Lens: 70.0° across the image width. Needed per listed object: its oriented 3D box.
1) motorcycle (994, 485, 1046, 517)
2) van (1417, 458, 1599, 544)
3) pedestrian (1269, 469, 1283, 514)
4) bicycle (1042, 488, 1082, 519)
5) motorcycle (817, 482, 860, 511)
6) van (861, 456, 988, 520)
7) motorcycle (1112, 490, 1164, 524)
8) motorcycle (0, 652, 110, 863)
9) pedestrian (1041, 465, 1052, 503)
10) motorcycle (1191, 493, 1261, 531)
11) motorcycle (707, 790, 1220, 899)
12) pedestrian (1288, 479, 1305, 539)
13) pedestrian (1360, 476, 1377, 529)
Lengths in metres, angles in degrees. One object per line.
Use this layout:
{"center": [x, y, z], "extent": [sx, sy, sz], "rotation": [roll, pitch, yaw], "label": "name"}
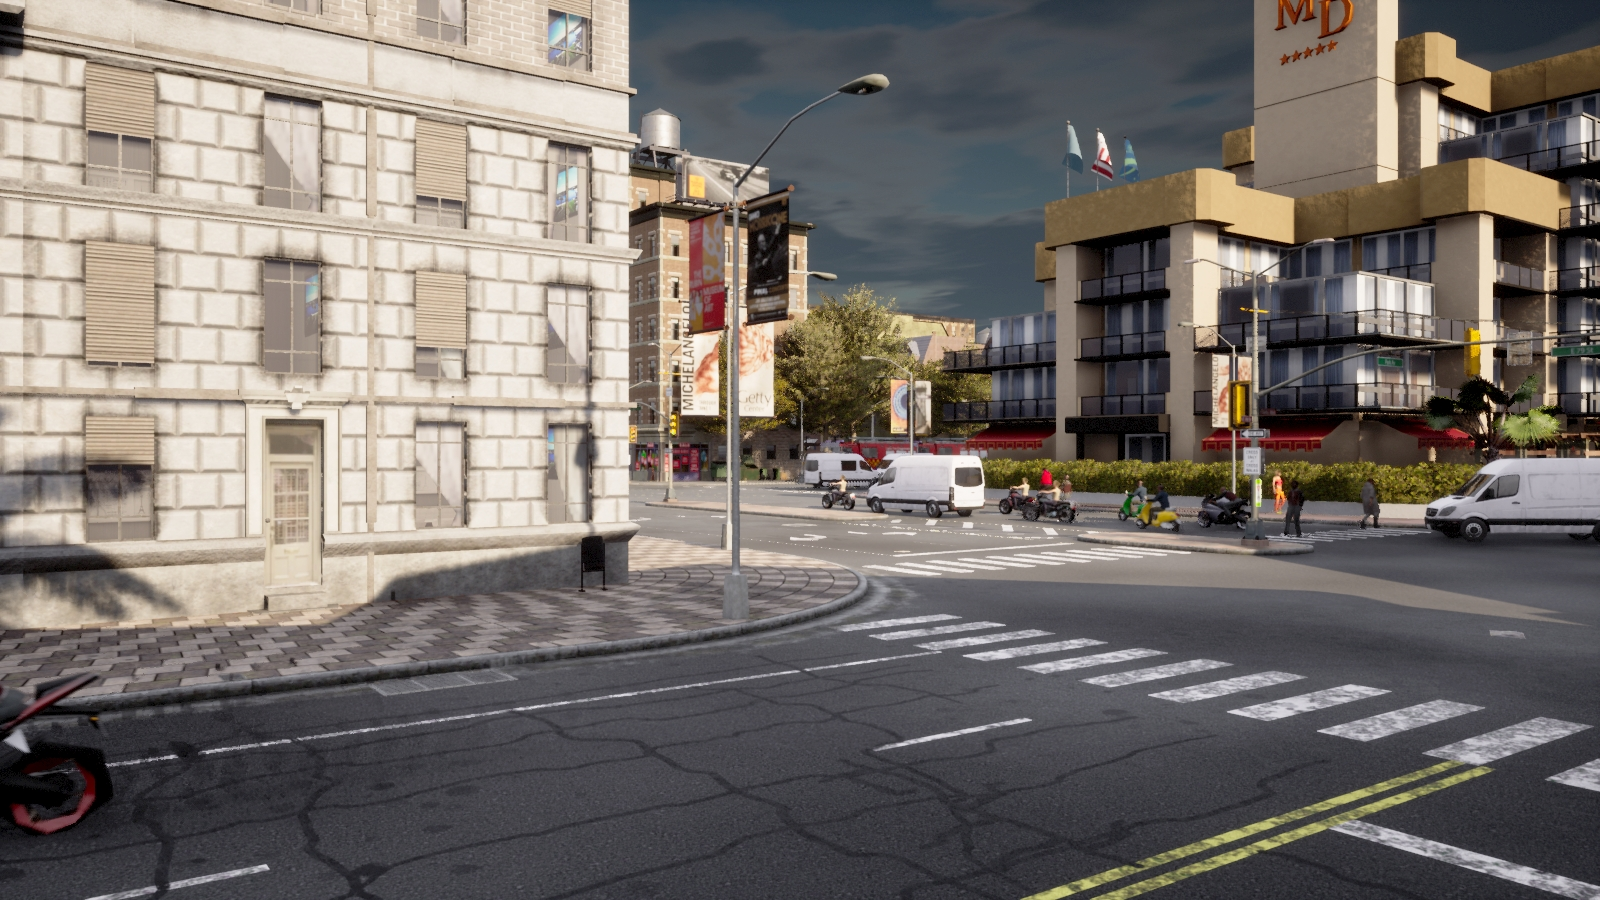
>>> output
{"center": [9.406, 2.170, 48.968], "extent": [0.764, 1.277, 2.356], "rotation": [0, 0, -34], "label": "motorcycle"}
{"center": [22.707, 1.534, 35.470], "extent": [5.915, 2.561, 1.988], "rotation": [0, 0, 11], "label": "van"}
{"center": [19.514, 1.697, 46.836], "extent": [0.375, 1.860, 0.375], "rotation": [0, 0, -30], "label": "pedestrian"}
{"center": [10.851, 2.210, 47.360], "extent": [0.329, 1.171, 1.835], "rotation": [0, 0, -36], "label": "bicycle"}
{"center": [1.797, 2.170, 53.778], "extent": [0.764, 1.277, 2.356], "rotation": [0, 0, -37], "label": "motorcycle"}
{"center": [5.246, 1.534, 49.039], "extent": [1.988, 2.561, 5.915], "rotation": [0, 0, -36], "label": "van"}
{"center": [13.079, 2.182, 44.246], "extent": [0.856, 1.236, 1.805], "rotation": [0, 0, -36], "label": "motorcycle"}
{"center": [-6.112, 2.205, 7.927], "extent": [2.209, 1.251, 0.867], "rotation": [0, 0, -35], "label": "motorcycle"}
{"center": [12.360, 1.696, 57.344], "extent": [0.375, 1.860, 0.375], "rotation": [0, 0, -38], "label": "pedestrian"}
{"center": [15.193, 2.205, 40.836], "extent": [0.867, 1.251, 2.209], "rotation": [0, 0, -39], "label": "motorcycle"}
{"center": [0.712, 2.213, 4.598], "extent": [2.033, 1.145, 0.803], "rotation": [0, 0, -34], "label": "motorcycle"}
{"center": [15.700, 1.849, 36.133], "extent": [0.375, 1.860, 0.375], "rotation": [0, 0, -40], "label": "pedestrian"}
{"center": [20.211, 1.848, 40.634], "extent": [0.375, 1.860, 0.375], "rotation": [0, 0, -19], "label": "pedestrian"}
